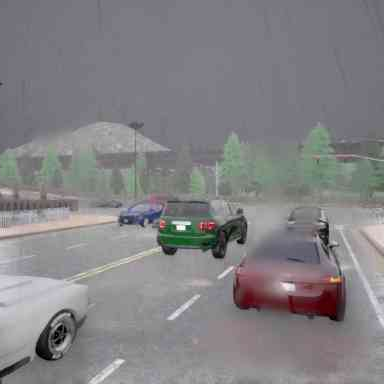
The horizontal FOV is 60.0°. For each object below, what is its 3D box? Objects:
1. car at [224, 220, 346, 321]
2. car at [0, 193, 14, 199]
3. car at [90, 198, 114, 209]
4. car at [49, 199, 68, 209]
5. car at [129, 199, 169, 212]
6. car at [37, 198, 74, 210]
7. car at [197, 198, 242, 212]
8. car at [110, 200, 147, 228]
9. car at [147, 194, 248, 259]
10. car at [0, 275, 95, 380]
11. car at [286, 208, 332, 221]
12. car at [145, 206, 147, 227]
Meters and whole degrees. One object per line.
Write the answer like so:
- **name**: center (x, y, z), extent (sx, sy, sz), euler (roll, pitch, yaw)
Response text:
- **car**: center (2.271, 1.564, 7.472), extent (1.994, 1.385, 4.181), euler (0, 0, 21)
- **car**: center (-28.598, 0.998, 50.546), extent (5.008, 1.535, 1.882), euler (4, 1, 20)
- **car**: center (-11.382, 1.557, 44.359), extent (4.181, 1.385, 1.994), euler (0, 0, 20)
- **car**: center (-16.991, 1.539, 38.929), extent (5.357, 1.411, 2.033), euler (0, 0, 20)
- **car**: center (-4.949, 1.564, 38.344), extent (4.181, 1.385, 1.994), euler (0, 0, 20)
- **car**: center (-17.601, 1.545, 42.867), extent (4.181, 1.385, 1.994), euler (0, 0, 20)
- **car**: center (3.248, 1.477, 39.130), extent (5.008, 1.535, 1.882), euler (0, 0, 20)
- **car**: center (-3.153, 1.498, 22.779), extent (1.882, 1.535, 5.008), euler (0, 0, 21)
- **car**: center (0.634, 1.221, 12.996), extent (2.150, 2.045, 5.566), euler (0, 0, 21)
- **car**: center (-3.143, 1.601, 3.374), extent (1.895, 1.301, 4.718), euler (0, 0, 21)
- **car**: center (5.504, 1.492, 15.774), extent (2.128, 1.511, 4.902), euler (0, 0, 22)
- **car**: center (-0.453, 1.548, 20.109), extent (2.033, 1.411, 5.357), euler (0, 0, 22)
